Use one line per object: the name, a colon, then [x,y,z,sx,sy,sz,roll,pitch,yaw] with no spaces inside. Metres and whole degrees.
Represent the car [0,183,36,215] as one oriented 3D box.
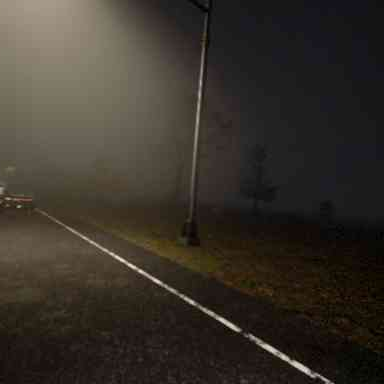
car: [-11.001,0.508,20.740,2.128,1.511,4.902,5,0,-33]
